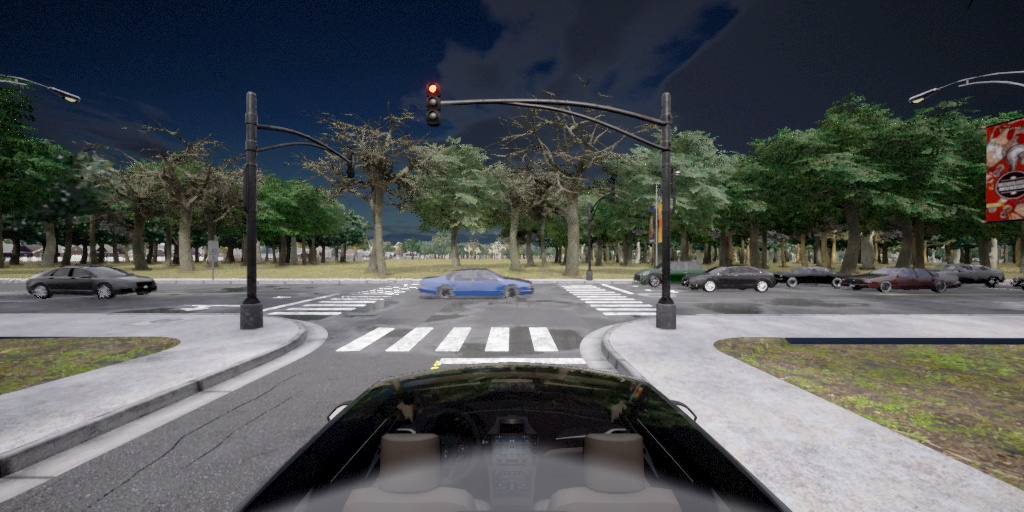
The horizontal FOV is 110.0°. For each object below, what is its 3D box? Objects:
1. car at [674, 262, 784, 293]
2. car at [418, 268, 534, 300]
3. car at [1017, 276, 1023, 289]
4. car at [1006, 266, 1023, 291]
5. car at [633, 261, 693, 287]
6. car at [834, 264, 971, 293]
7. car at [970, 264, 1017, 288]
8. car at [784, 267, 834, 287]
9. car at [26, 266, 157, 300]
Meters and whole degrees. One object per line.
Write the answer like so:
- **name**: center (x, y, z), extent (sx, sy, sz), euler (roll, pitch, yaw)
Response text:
- **car**: center (12.329, 1.268, 20.553), extent (4.892, 1.490, 1.837), euler (0, 0, 0)
- **car**: center (-1.671, 1.297, 17.098), extent (5.357, 1.411, 2.033), euler (0, 0, 0)
- **car**: center (28.342, 1.340, 17.110), extent (5.357, 1.411, 2.033), euler (0, 0, 0)
- **car**: center (32.406, 1.343, 20.548), extent (5.357, 1.411, 2.033), euler (0, 0, 0)
- **car**: center (10.482, 1.108, 23.801), extent (4.553, 1.767, 2.097), euler (0, 0, 0)
- **car**: center (22.190, 1.326, 20.554), extent (5.357, 1.411, 2.033), euler (0, 0, 0)
- **car**: center (29.402, 1.277, 23.803), extent (4.902, 1.511, 2.128), euler (0, 0, 0)
- **car**: center (19.466, 1.370, 23.806), extent (4.718, 1.301, 1.895), euler (0, 0, 0)
- **car**: center (-19.905, 1.235, 17.096), extent (4.892, 1.490, 1.837), euler (0, 0, 0)
